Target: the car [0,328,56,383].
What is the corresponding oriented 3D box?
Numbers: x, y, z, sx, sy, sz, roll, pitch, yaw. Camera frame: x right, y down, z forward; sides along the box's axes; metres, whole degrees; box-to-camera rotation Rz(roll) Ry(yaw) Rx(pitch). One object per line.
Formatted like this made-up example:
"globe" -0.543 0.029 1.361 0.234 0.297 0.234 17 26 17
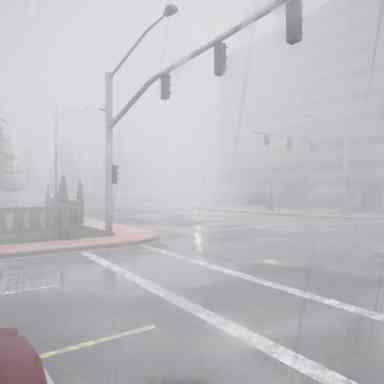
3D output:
"car" -3.118 1.601 1.554 4.718 1.301 1.895 0 0 -35
